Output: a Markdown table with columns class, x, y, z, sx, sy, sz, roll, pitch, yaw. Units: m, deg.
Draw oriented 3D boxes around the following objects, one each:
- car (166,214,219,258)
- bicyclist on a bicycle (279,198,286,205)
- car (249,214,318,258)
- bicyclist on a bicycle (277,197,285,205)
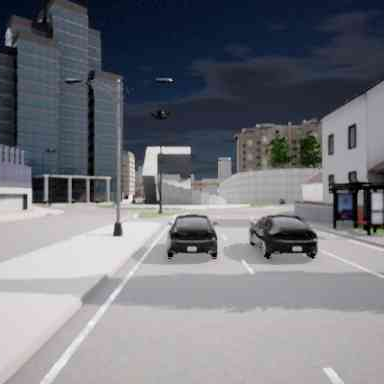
| class | x | y | z | sx | sy | sz | roll | pitch | yaw |
| --- | --- | --- | --- | --- | --- | --- | --- | --- | --- |
| car | 0.019 | 1.652 | 13.494 | 1.837 | 1.490 | 4.892 | 0 | 0 | 0 |
| bicyclist on a bicycle | 21.939 | 2.279 | 80.091 | 1.656 | 1.620 | 0.582 | -6 | 11 | -28 |
| car | 3.519 | 1.653 | 13.483 | 1.837 | 1.490 | 4.892 | 0 | 0 | 1 |
| bicyclist on a bicycle | 21.604 | 2.248 | 80.617 | 1.656 | 1.620 | 0.582 | -10 | 5 | -30 |
